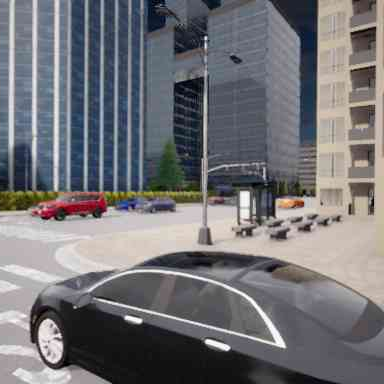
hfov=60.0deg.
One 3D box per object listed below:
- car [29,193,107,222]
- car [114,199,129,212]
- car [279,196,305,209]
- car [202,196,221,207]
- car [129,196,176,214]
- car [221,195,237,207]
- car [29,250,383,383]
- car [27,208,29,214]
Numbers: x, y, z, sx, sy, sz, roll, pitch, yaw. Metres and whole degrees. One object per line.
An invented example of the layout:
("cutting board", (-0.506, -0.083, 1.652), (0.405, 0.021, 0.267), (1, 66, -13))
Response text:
("car", (-9.155, 1.076, 25.733), (2.150, 2.045, 5.566), (1, 0, 36))
("car", (-6.114, 1.301, 35.928), (1.882, 1.535, 5.008), (1, 0, 36))
("car", (13.421, 1.277, 44.496), (2.097, 1.767, 4.553), (1, 0, 38))
("car", (3.271, 1.351, 48.821), (1.812, 1.442, 4.674), (1, 0, 36))
("car", (-3.625, 1.208, 33.392), (2.097, 1.767, 4.553), (1, 0, 36))
("car", (6.524, 1.209, 47.334), (2.097, 1.767, 4.553), (1, 0, 36))
("car", (-0.046, 1.485, 4.006), (4.892, 1.490, 1.837), (1, 0, 36))
("car", (-11.569, 1.348, 28.359), (1.812, 1.442, 4.674), (1, 0, 36))
